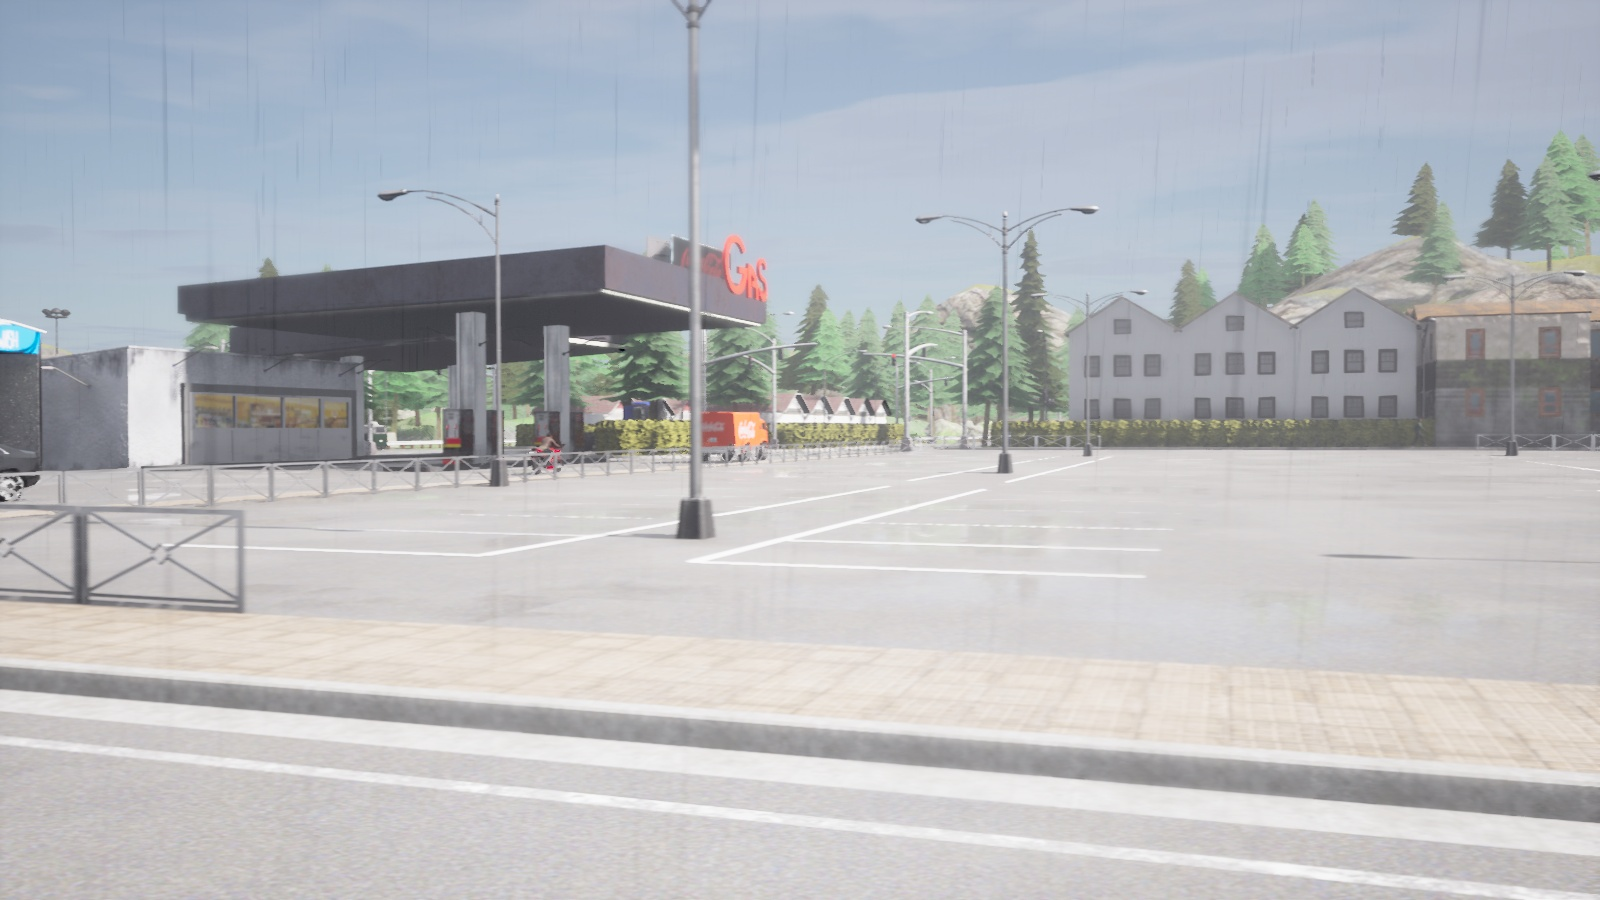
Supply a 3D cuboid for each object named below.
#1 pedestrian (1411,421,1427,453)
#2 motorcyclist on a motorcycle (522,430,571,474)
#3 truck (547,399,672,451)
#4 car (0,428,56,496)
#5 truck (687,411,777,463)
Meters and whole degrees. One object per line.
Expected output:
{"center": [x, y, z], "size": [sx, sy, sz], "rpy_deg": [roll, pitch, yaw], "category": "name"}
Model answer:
{"center": [37.145, -0.775, 75.369], "size": [0.788, 1.949, 0.423], "rpy_deg": [1, 1, 20], "category": "pedestrian"}
{"center": [-9.125, 0.049, 45.280], "size": [0.797, 1.523, 2.044], "rpy_deg": [1, 1, 19], "category": "motorcyclist on a motorcycle"}
{"center": [-13.048, -1.709, 86.078], "size": [7.936, 3.462, 2.891], "rpy_deg": [0, 2, 19], "category": "truck"}
{"center": [-19.191, 0.272, 27.342], "size": [2.128, 1.511, 4.902], "rpy_deg": [1, 1, 19], "category": "car"}
{"center": [-3.287, -0.662, 61.752], "size": [2.627, 2.467, 5.204], "rpy_deg": [1, 1, 19], "category": "truck"}
